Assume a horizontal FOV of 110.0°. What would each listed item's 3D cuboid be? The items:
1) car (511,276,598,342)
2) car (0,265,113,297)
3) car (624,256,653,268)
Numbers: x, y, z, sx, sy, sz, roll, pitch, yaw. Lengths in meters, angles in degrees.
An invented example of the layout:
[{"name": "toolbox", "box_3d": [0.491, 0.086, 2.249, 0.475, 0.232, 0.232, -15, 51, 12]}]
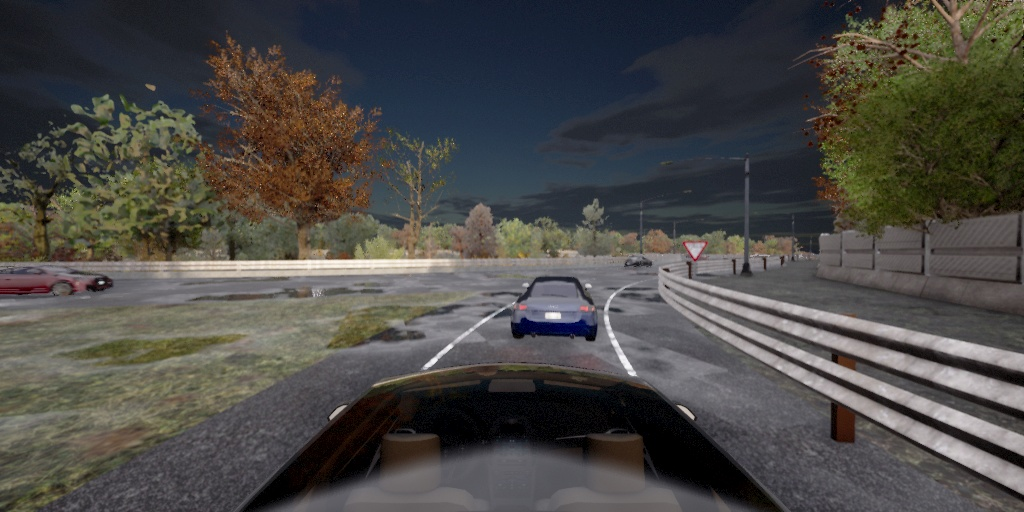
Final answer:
[{"name": "car", "box_3d": [1.184, 1.218, 9.612, 1.994, 1.385, 4.181, 0, 1, 9]}, {"name": "car", "box_3d": [-21.465, 1.100, 16.476, 4.181, 1.385, 1.994, 0, 1, -17]}, {"name": "car", "box_3d": [15.646, 0.720, 44.386, 4.674, 1.442, 1.812, -1, 1, -41]}]
